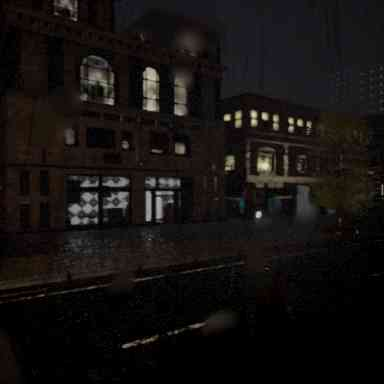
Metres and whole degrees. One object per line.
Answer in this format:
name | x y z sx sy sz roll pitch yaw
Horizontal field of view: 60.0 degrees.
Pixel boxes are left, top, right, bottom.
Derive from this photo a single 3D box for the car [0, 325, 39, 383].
car | -3.417 1.536 1.249 5.357 1.411 2.033 0 0 -36
